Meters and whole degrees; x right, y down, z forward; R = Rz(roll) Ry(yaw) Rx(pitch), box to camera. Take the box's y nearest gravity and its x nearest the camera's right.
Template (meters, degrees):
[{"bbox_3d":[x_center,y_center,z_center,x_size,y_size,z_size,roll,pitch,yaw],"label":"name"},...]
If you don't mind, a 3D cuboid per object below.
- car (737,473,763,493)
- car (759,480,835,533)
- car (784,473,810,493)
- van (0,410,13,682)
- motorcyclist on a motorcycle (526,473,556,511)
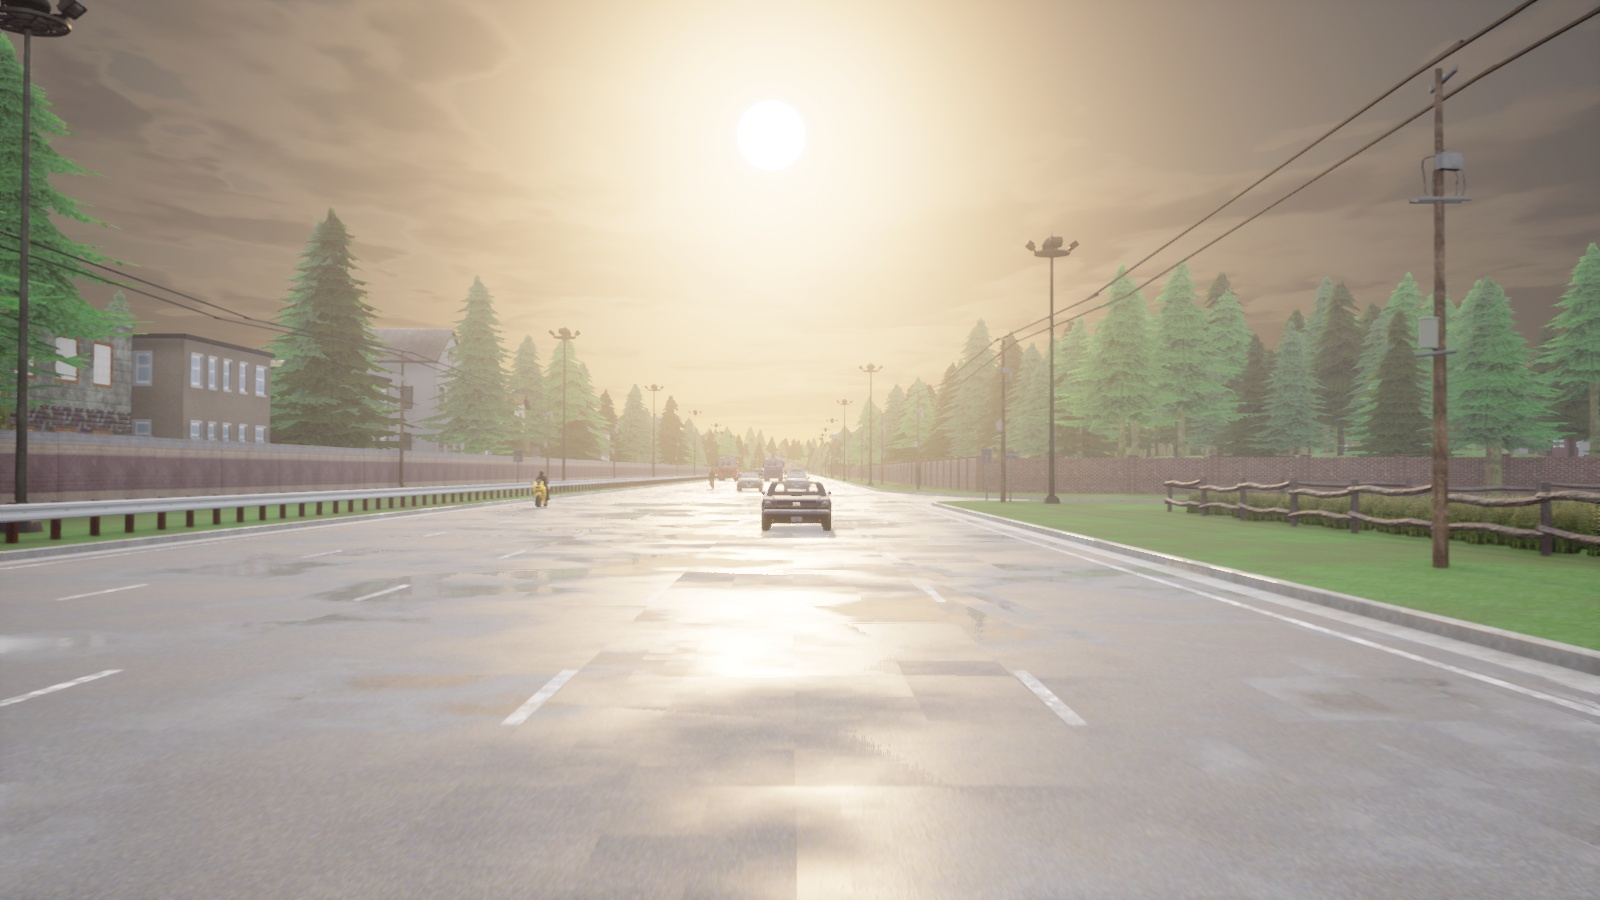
[{"bbox_3d":[-3.727,2.439,94.620,1.812,1.442,4.674,0,-1,0],"label":"car"},{"bbox_3d":[-0.081,1.484,33.986,1.895,1.301,4.718,0,-1,0],"label":"car"},{"bbox_3d":[-0.224,2.400,93.226,1.812,1.442,4.674,0,-1,0],"label":"car"},{"bbox_3d":[-7.019,0.688,7.306,2.069,2.038,4.480,0,-1,0],"label":"van"},{"bbox_3d":[-10.624,1.703,51.604,0.797,1.523,2.044,0,-1,0],"label":"motorcyclist on a motorcycle"}]
